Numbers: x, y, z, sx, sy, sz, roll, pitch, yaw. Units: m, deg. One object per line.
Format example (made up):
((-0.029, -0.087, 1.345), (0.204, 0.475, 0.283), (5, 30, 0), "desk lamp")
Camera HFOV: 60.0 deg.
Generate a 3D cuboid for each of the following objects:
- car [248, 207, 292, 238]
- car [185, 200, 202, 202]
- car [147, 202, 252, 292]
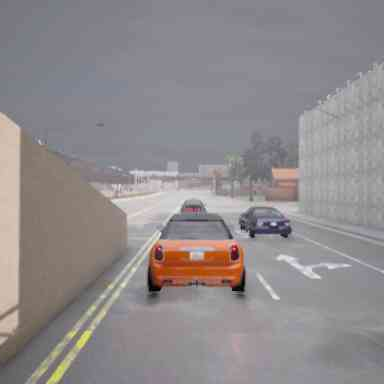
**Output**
((3.599, 1.456, 17.177), (2.033, 1.411, 5.357), (0, 0, 0), "car")
((0.096, 1.365, 26.263), (1.837, 1.490, 4.892), (0, 0, 0), "car")
((0.099, 1.303, 8.924), (2.097, 1.767, 4.553), (0, 0, 0), "car")
